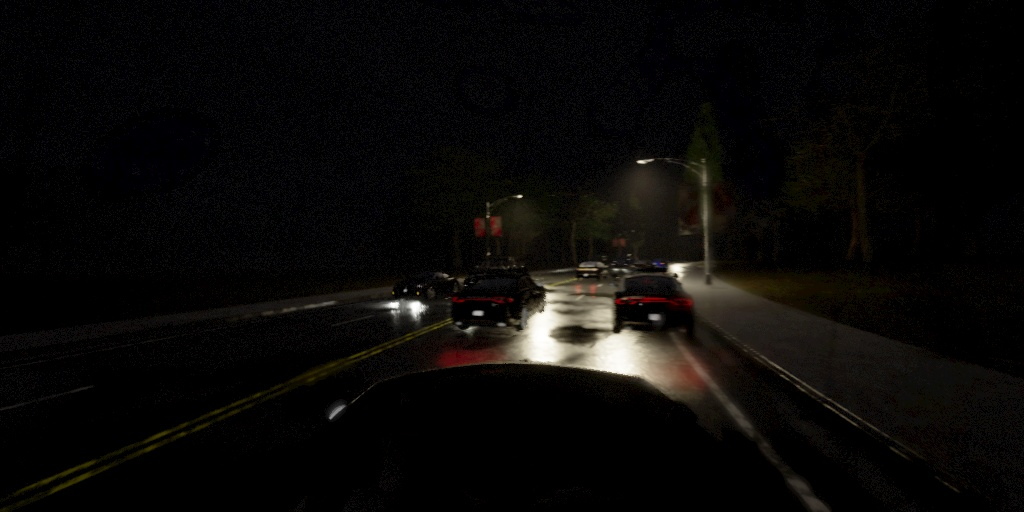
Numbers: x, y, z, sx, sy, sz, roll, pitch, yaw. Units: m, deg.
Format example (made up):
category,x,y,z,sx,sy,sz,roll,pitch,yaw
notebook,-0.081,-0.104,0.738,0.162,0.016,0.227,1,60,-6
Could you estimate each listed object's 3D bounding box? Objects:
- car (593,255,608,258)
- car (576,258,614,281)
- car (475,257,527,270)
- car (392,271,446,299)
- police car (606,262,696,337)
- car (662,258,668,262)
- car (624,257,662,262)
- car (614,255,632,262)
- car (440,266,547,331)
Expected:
category,x,y,z,sx,sy,sz,roll,pitch,yaw
car,13.739,0.913,56.336,2.150,2.045,5.566,-2,0,30
car,6.557,1.209,29.051,2.128,1.511,4.902,-2,0,25
car,-0.684,1.078,20.783,2.150,2.045,5.566,-1,0,21
car,-4.567,1.498,19.409,1.994,1.385,4.181,-1,0,19
police car,3.899,1.143,10.425,1.930,1.638,5.238,-1,0,17
car,18.176,1.014,44.420,1.812,1.442,4.674,-2,0,31
car,12.347,1.076,33.621,2.128,1.511,4.902,-2,0,29
car,17.596,0.810,56.538,2.150,2.045,5.566,-2,0,30
car,-0.171,1.281,11.371,1.882,1.535,5.008,-1,0,16
